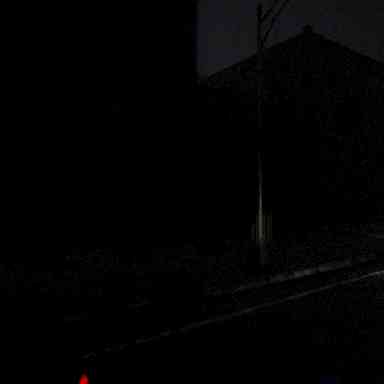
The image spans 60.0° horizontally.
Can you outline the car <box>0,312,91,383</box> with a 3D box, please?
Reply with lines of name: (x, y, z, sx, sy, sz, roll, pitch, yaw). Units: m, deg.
car: (-2.797, 1.565, 2.078, 4.181, 1.385, 1.994, 0, 0, -30)
